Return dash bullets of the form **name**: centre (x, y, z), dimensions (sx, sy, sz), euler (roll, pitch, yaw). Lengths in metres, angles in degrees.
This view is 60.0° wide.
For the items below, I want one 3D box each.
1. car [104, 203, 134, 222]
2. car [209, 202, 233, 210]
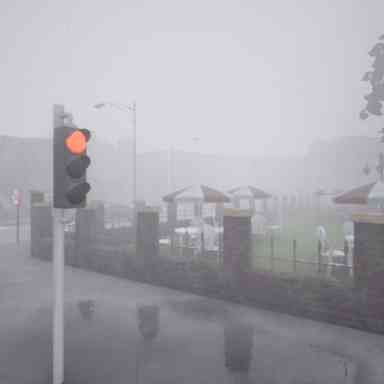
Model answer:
- **car**: centre (-6.464, 1.539, 26.291), dimensions (1.994, 1.385, 4.181), euler (0, 0, 35)
- **car**: centre (4.047, 1.481, 41.038), dimensions (1.837, 1.490, 4.892), euler (-1, -1, 38)
